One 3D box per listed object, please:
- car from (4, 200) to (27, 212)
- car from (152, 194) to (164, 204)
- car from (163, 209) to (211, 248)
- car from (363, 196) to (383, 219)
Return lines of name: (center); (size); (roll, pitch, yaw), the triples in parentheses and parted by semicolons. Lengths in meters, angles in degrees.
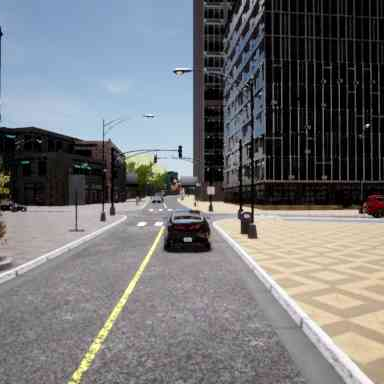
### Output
car: (-20.555, 1.568, 37.122); (4.313, 1.339, 1.947); (0, -1, 18)
car: (-6.865, 1.565, 65.231); (2.033, 1.411, 5.357); (0, 0, -5)
car: (-0.226, 1.510, 14.698); (1.837, 1.490, 4.892); (0, 0, -2)
car: (15.765, 1.188, 25.206); (5.009, 1.841, 2.192); (0, -1, 18)
